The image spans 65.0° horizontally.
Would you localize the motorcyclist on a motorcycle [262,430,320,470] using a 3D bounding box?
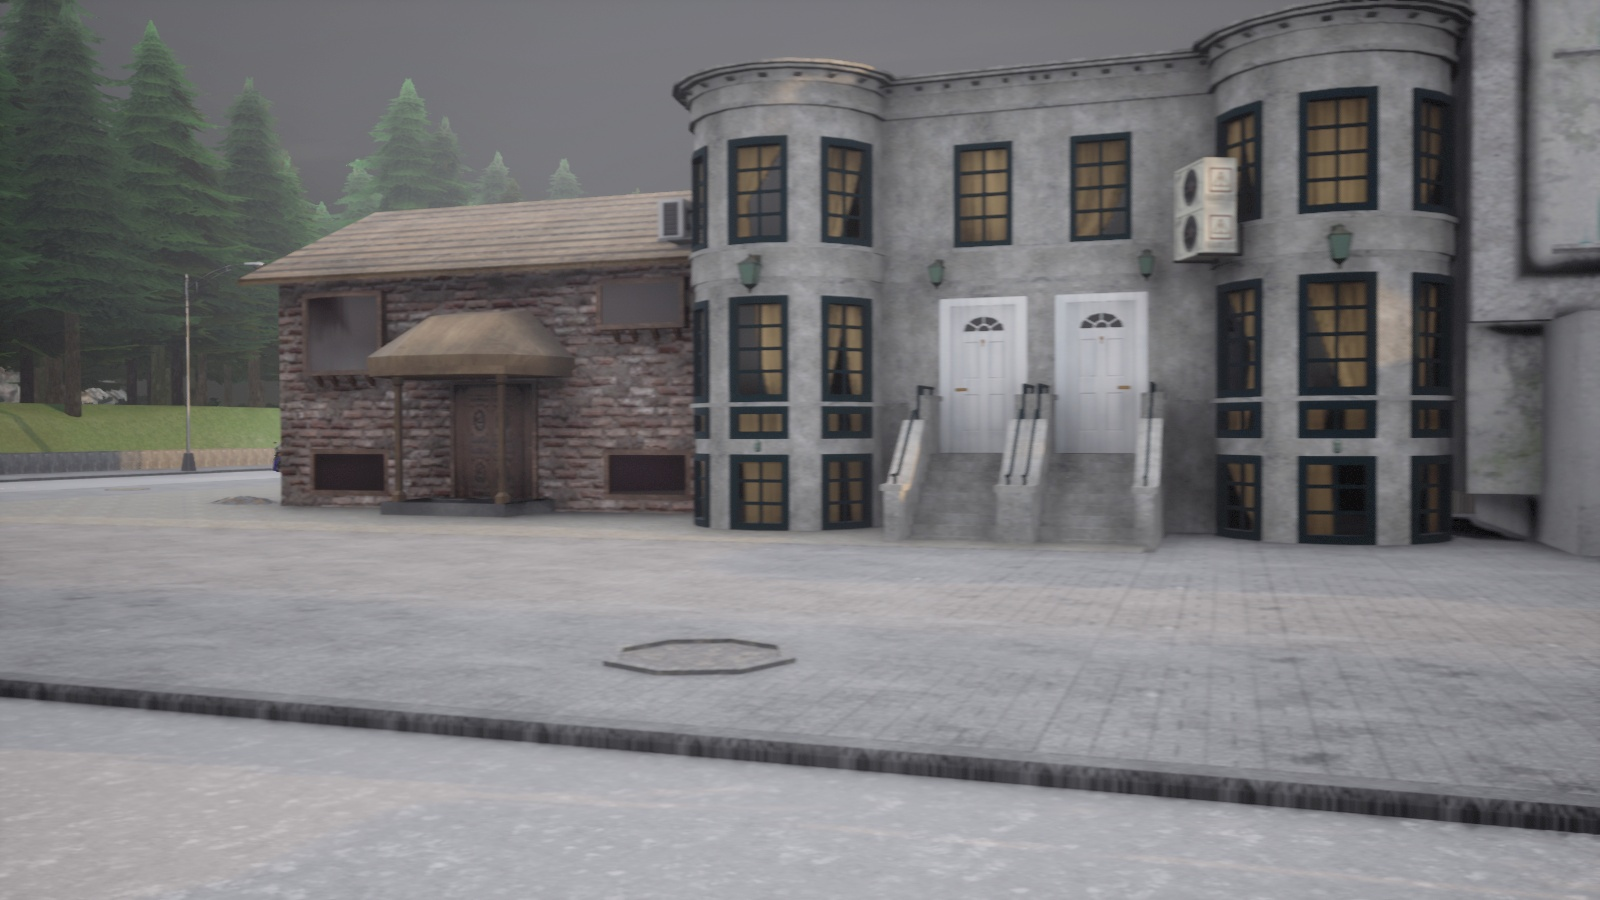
[{"bbox_3d":[-19.943,-0.002,49.254,0.866,1.530,2.191,1,1,19],"label":"motorcyclist on a motorcycle"}]
